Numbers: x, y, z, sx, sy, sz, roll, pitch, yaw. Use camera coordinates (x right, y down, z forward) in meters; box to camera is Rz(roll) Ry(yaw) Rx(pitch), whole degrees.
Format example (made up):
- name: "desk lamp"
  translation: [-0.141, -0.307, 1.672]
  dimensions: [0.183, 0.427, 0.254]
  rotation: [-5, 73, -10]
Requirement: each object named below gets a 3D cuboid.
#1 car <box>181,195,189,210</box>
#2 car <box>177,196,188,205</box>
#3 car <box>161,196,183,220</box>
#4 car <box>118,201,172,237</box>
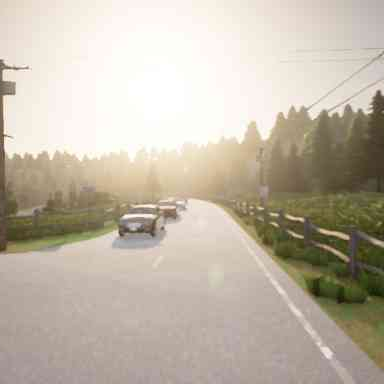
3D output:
- name: "car"
  translation: [-1.688, 1.429, 40.395]
  dimensions: [1.812, 1.442, 4.674]
  rotation: [0, 0, 1]
- name: "car"
  translation: [-1.602, 1.375, 56.992]
  dimensions: [1.837, 1.490, 4.892]
  rotation: [0, 0, -1]
- name: "car"
  translation: [-2.111, 1.417, 27.908]
  dimensions: [1.882, 1.535, 5.008]
  rotation: [0, 0, 2]
- name: "car"
  translation: [-2.589, 1.461, 18.006]
  dimensions: [2.128, 1.511, 4.902]
  rotation: [0, 0, 4]
